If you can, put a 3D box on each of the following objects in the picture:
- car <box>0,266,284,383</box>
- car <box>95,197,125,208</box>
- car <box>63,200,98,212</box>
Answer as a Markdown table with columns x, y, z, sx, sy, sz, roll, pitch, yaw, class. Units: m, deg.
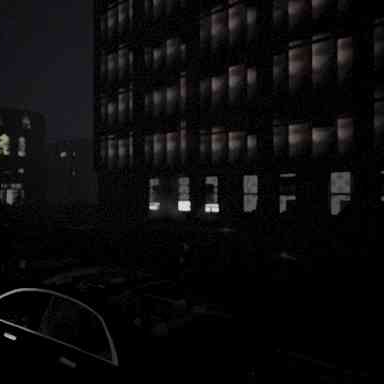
| x | y | z | sx | sy | sz | roll | pitch | yaw | class |
| --- | --- | --- | --- | --- | --- | --- | --- | --- | --- |
| -1.222 | 1.543 | 3.751 | 4.403 | 1.369 | 2.008 | 0 | 0 | 35 | car |
| -12.636 | 1.535 | 51.376 | 1.967 | 1.590 | 4.097 | -1 | -1 | 36 | car |
| -12.424 | 1.598 | 37.470 | 1.802 | 1.307 | 4.206 | -1 | -1 | 36 | car |
